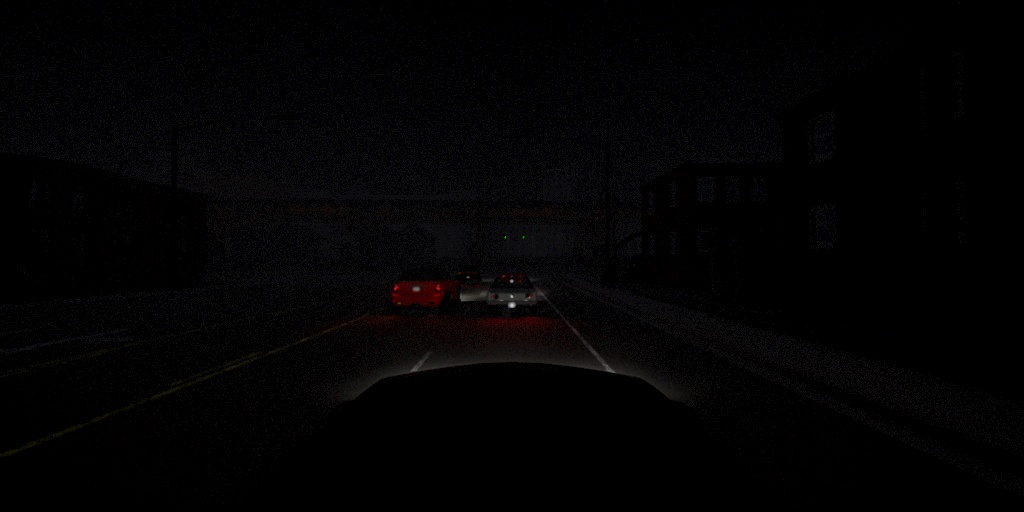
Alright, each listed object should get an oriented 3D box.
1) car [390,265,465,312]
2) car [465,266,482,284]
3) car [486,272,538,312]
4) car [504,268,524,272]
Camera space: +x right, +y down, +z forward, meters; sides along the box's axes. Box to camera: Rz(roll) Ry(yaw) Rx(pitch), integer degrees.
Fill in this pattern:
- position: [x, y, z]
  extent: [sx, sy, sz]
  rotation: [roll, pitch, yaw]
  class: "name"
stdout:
- position: [-3.487, 1.256, 15.233]
  extent: [2.097, 1.767, 4.553]
  rotation: [0, -1, 0]
  class: "car"
- position: [-3.664, 1.562, 31.041]
  extent: [1.882, 1.535, 5.008]
  rotation: [0, 0, -4]
  class: "car"
- position: [0.010, 1.503, 15.065]
  extent: [1.895, 1.301, 4.718]
  rotation: [0, -1, 0]
  class: "car"
- position: [0.221, 1.674, 30.028]
  extent: [1.895, 1.301, 4.718]
  rotation: [0, -1, 6]
  class: "car"
